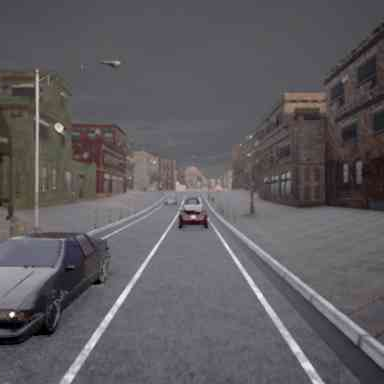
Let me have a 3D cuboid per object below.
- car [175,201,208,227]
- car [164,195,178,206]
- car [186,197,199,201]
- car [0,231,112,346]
[{"bbox_3d":[0.084,1.646,23.767,2.163,1.488,4.792,0,0,0],"label":"car"},{"bbox_3d":[-3.101,1.267,49.429,2.128,1.511,4.902,0,2,0],"label":"car"},{"bbox_3d":[0.076,1.413,41.617,2.033,1.649,4.856,0,2,0],"label":"car"},{"bbox_3d":[-3.106,1.580,6.971,2.033,1.411,5.357,0,0,0],"label":"car"}]
